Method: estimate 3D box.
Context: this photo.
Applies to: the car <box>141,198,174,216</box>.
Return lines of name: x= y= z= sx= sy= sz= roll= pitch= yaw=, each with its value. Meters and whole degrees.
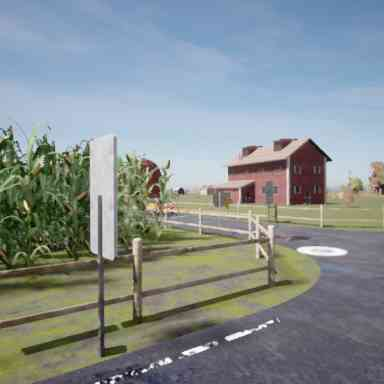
car: x=-3.666 y=1.369 z=33.201 sx=2.097 sy=1.767 sz=4.553 roll=0 pitch=0 yaw=-35

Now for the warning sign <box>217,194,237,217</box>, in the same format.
warning sign: x=2.950 y=1.106 z=27.932 sx=1.300 sy=1.860 sz=1.060 roll=0 pitch=0 yaw=-35
